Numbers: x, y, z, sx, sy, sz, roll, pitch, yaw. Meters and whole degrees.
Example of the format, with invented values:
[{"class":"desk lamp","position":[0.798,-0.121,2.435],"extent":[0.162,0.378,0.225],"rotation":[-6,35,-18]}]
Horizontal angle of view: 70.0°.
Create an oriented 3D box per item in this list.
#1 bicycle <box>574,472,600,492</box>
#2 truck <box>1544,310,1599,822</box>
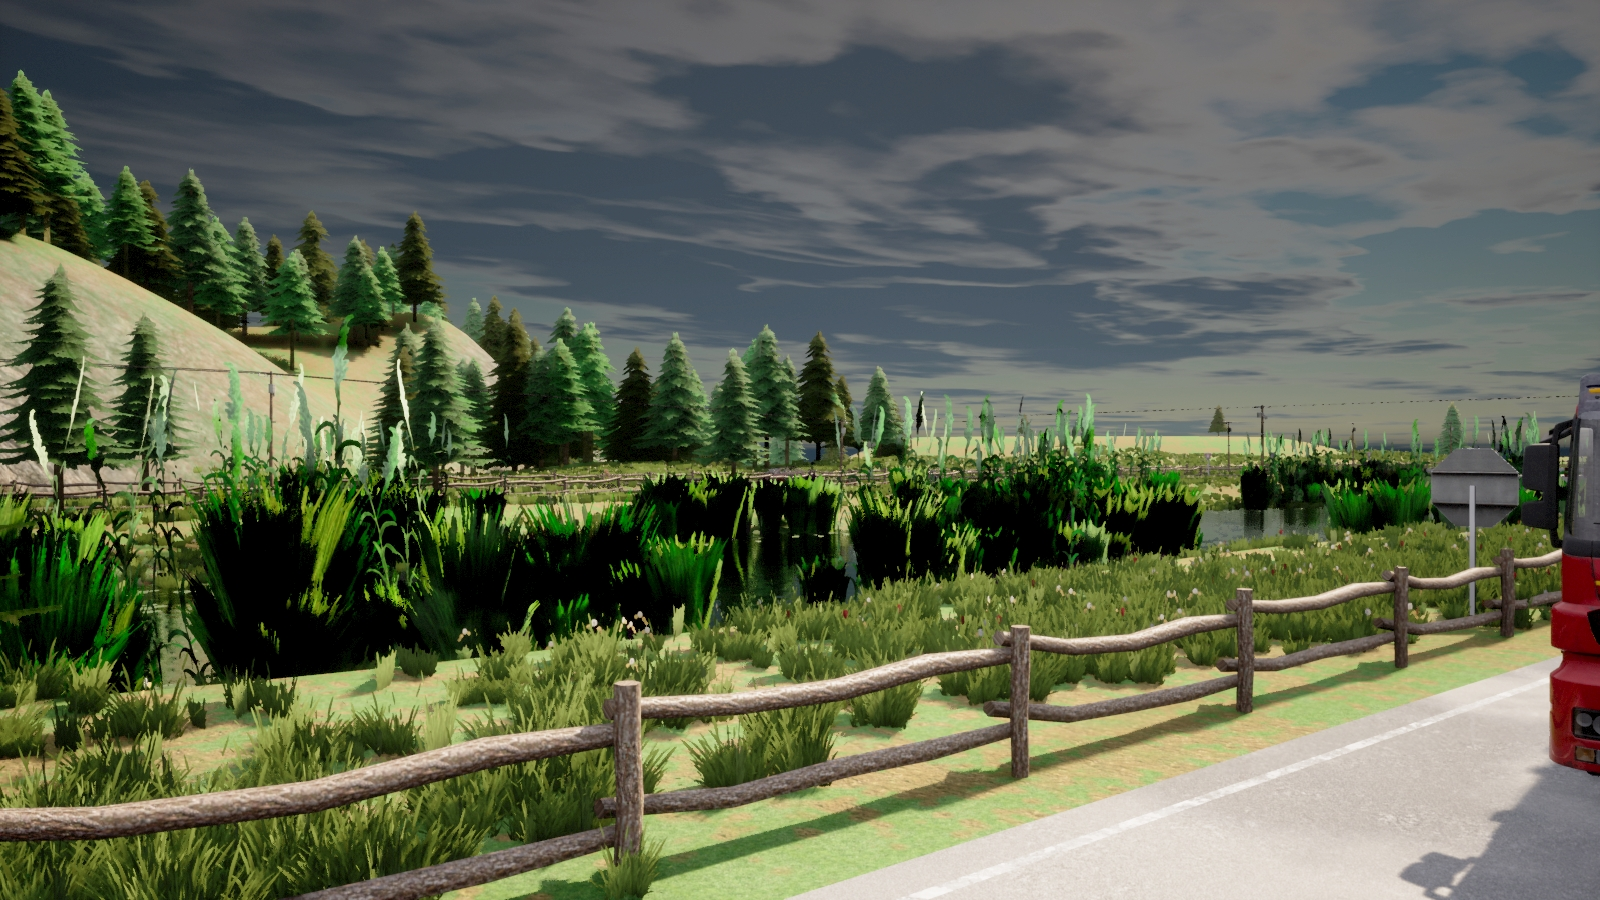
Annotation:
[{"class":"bicycle","position":[-14.442,2.158,77.451],"extent":[1.487,1.276,0.859],"rotation":[0,0,-43]},{"class":"truck","position":[9.599,0.862,10.977],"extent":[2.891,3.827,8.468],"rotation":[0,0,42]}]
